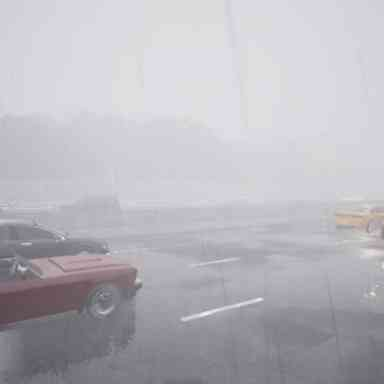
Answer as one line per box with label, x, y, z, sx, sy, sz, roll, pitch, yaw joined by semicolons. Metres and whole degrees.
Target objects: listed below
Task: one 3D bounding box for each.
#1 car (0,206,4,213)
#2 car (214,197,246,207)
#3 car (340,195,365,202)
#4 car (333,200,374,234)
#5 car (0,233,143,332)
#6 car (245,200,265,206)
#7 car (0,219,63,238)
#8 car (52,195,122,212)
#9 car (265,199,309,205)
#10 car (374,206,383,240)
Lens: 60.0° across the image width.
car;-12.499;1.216;16.571;5.566;2.045;2.150;0;0;-35
car;4.899;1.442;41.734;4.902;1.511;2.128;-1;1;-35
car;24.923;1.161;51.441;4.674;1.442;1.812;-1;1;-34
car;10.401;1.496;19.691;5.008;1.535;1.882;0;0;-35
car;-3.283;1.604;5.702;4.718;1.301;1.895;0;0;-35
car;8.350;1.560;35.586;4.718;1.301;1.895;-1;0;-35
car;-4.682;1.512;9.001;4.892;1.490;1.837;0;0;-35
car;-8.693;1.260;27.864;5.566;2.045;2.150;0;0;-35
car;9.773;1.443;32.322;5.008;1.535;1.882;-1;0;-35
car;10.991;1.380;15.824;4.553;1.767;2.097;0;0;-35
